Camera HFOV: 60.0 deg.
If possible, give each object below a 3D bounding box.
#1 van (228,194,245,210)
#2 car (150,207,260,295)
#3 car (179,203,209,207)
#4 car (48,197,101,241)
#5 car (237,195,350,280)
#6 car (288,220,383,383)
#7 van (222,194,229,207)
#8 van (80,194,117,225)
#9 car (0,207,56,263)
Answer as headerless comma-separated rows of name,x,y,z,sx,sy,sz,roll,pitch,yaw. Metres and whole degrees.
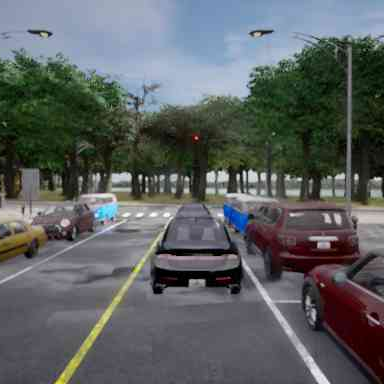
van,2.791,1.102,14.832,1.690,1.788,3.998,0,1,0
car,0.103,1.357,8.310,2.128,1.511,4.902,0,1,0
car,0.094,1.268,18.353,1.994,1.385,4.181,0,1,1
car,-5.734,1.200,14.850,1.967,1.590,4.097,0,1,0
car,2.780,1.162,9.395,2.192,1.841,5.009,0,1,0
car,2.769,1.374,3.960,1.967,1.590,4.097,0,1,0
van,2.802,1.015,20.269,1.690,1.788,3.998,0,1,0
van,-5.723,1.014,20.286,1.690,1.788,3.998,0,1,0
car,-5.745,1.374,9.245,1.752,1.417,4.829,0,1,0
